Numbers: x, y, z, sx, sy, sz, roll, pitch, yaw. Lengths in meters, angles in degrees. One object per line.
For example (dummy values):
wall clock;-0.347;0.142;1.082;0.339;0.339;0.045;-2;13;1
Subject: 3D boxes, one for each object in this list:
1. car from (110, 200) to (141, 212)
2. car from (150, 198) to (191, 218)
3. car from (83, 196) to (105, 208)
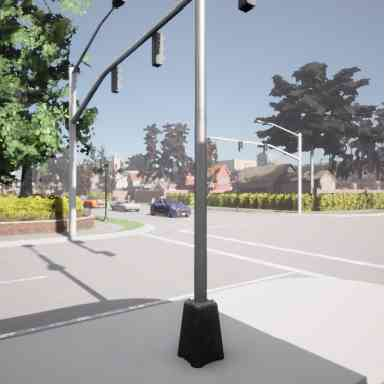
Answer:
car;-7.785;1.601;38.743;1.895;1.301;4.718;0;0;-36
car;-2.045;1.352;30.804;2.097;1.767;4.553;0;0;-36
car;-13.672;1.352;46.885;2.097;1.767;4.553;0;0;-36
